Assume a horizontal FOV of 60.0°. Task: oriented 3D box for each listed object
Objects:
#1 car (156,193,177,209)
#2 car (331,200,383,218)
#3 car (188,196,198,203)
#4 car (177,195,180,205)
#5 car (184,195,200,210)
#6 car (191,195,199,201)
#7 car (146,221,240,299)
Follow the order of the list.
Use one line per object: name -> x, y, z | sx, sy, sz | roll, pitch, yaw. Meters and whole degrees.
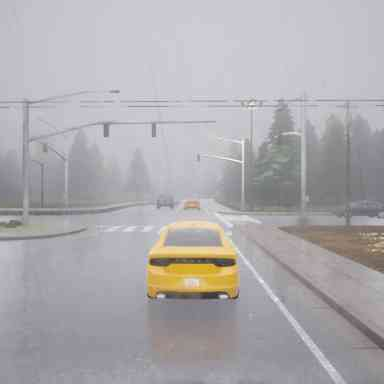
car -> -3.596, 1.221, 45.637 | 2.150, 2.045, 5.566 | 0, 0, -1
car -> 14.909, 1.531, 29.471 | 4.892, 1.490, 1.837 | 0, 0, 1
car -> 0.297, 1.537, 72.716 | 2.033, 1.411, 5.357 | 0, 0, 2
car -> -3.541, 1.352, 55.931 | 2.097, 1.767, 4.553 | 0, 0, 0
car -> 0.017, 1.478, 42.156 | 1.882, 1.535, 5.008 | 0, 0, 0
car -> 0.695, 1.442, 83.109 | 1.837, 1.490, 4.892 | 0, 0, 2
car -> 0.049, 1.474, 8.493 | 1.882, 1.535, 5.008 | 0, 0, 1
